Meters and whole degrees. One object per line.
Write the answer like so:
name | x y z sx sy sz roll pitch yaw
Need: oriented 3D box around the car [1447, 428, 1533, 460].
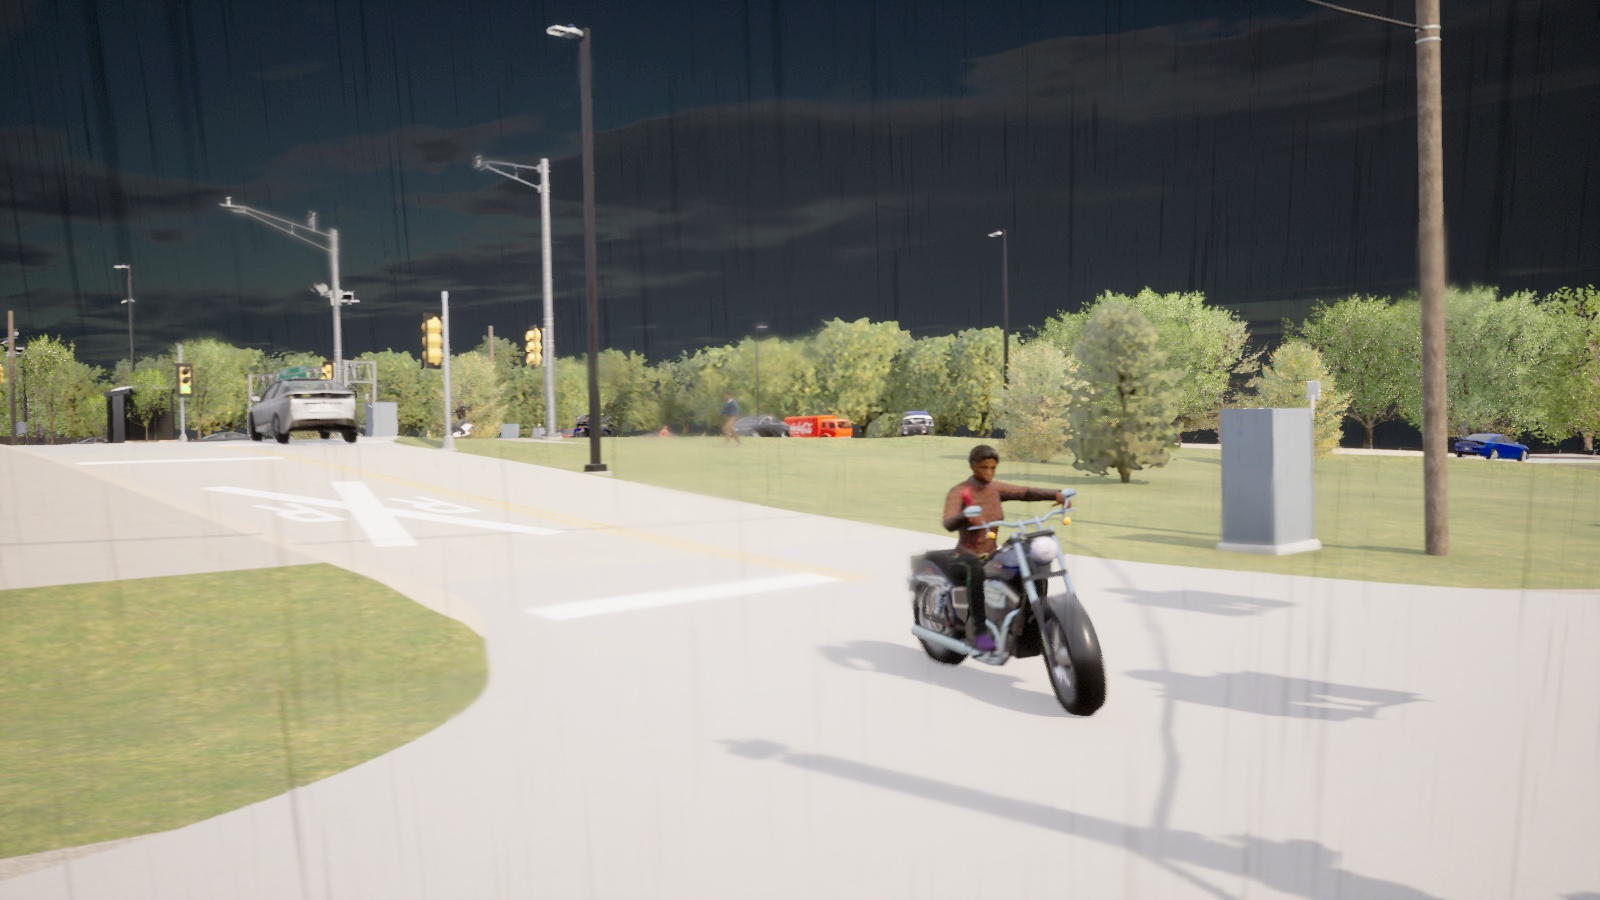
car | 38.558 -0.338 70.095 5.008 1.535 1.882 1 5 -32

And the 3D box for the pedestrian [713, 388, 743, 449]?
pedestrian | -2.305 -1.005 40.259 0.788 1.949 0.423 -2 1 -30

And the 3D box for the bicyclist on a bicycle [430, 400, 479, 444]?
bicyclist on a bicycle | -14.287 -1.162 51.909 0.659 1.776 1.843 -1 0 44

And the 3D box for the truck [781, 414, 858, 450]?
truck | 1.428 -1.303 92.563 5.204 2.467 2.627 -1 1 44

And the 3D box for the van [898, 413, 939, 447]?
van | 7.868 -1.316 83.263 2.069 2.038 4.480 -3 -1 13

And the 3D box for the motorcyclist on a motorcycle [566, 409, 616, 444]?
motorcyclist on a motorcycle | -9.496 -1.052 57.106 0.866 1.530 2.191 -1 -1 41

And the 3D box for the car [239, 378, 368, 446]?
car | -12.143 -0.951 30.559 2.007 1.525 4.514 -2 3 -33

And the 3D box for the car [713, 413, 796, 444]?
car | -2.365 -1.099 66.360 2.128 1.511 4.902 -1 -1 29

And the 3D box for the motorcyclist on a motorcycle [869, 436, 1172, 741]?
motorcyclist on a motorcycle | 1.345 0.768 8.274 0.766 1.649 2.350 -4 3 -23
